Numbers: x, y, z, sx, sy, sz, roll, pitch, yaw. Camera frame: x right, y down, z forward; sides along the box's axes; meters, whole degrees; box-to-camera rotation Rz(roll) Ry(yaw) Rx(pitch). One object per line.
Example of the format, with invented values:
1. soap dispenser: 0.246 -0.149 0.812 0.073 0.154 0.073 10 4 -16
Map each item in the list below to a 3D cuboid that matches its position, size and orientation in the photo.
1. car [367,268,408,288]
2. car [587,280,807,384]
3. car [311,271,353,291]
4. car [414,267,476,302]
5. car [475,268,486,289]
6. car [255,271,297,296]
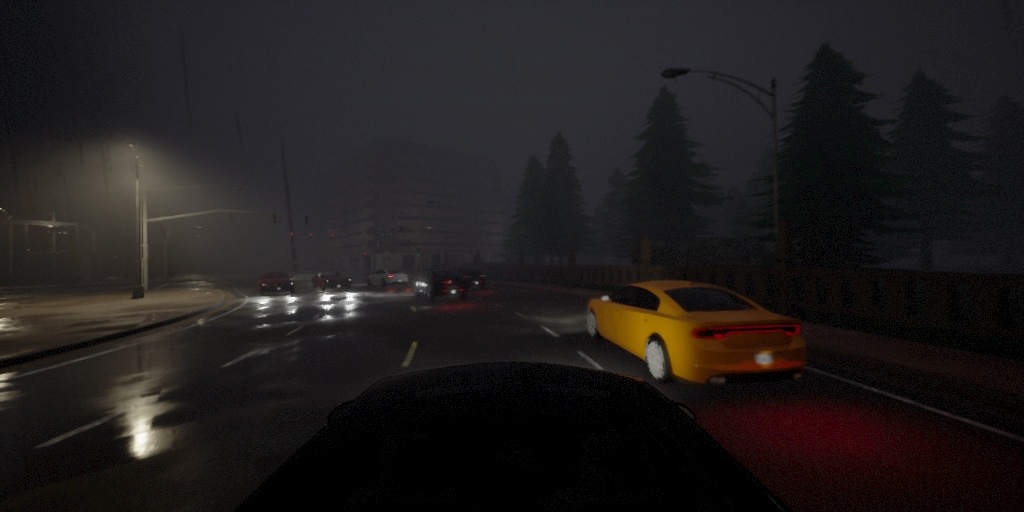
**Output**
1. car: -9.948 1.683 28.629 1.812 1.442 4.674 -1 -1 -43
2. car: 3.013 1.213 7.140 1.882 1.535 5.008 -1 0 -6
3. car: -13.266 1.803 26.344 1.895 1.301 4.718 -1 -1 -39
4. car: -3.773 1.461 18.603 1.837 1.490 4.892 -1 -1 -27
5. car: -3.542 1.508 24.814 1.837 1.490 4.892 0 -1 -33
6. car: -15.579 1.750 23.603 1.812 1.442 4.674 -1 -1 -38
